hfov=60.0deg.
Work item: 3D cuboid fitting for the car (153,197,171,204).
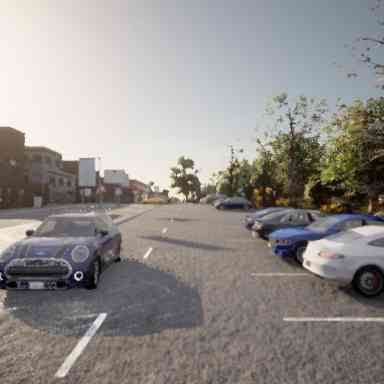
[{"bbox_3d":[-7.557,2.106,84.603,4.553,1.767,2.185,0,-2,-1],"label":"car"}]

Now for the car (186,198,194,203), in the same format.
[{"bbox_3d":[-0.413,2.293,85.569,1.895,1.301,4.718,0,-2,2],"label":"car"}]

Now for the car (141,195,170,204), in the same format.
[{"bbox_3d":[-7.577,1.750,66.506,5.366,1.575,1.946,0,-1,-1],"label":"car"}]

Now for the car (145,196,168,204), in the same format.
[{"bbox_3d":[-7.387,1.683,69.427,4.553,1.767,2.185,0,-1,-1],"label":"car"}]

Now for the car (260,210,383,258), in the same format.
[{"bbox_3d":[5.089,1.501,11.121,5.008,1.535,2.097,0,0,0],"label":"car"}]

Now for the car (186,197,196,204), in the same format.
[{"bbox_3d":[-0.296,1.962,75.119,1.837,1.490,4.892,0,-2,-1],"label":"car"}]

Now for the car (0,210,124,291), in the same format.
[{"bbox_3d":[-3.285,1.372,9.184,2.097,1.767,4.553,0,0,-1],"label":"car"}]

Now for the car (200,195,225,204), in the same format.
[{"bbox_3d":[4.753,1.749,77.144,5.566,2.045,2.435,0,-2,-1],"label":"car"}]

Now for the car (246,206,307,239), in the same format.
[{"bbox_3d":[5.077,1.508,14.394,4.892,1.521,2.231,0,0,0],"label":"car"}]

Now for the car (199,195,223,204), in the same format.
[{"bbox_3d":[4.680,1.919,82.604,5.566,2.045,2.435,0,-2,-1],"label":"car"}]

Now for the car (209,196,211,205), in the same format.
[{"bbox_3d":[5.036,1.605,45.176,4.674,1.452,2.002,0,0,0],"label":"car"}]

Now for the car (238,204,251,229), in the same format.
[{"bbox_3d":[5.079,1.553,17.670,4.674,1.452,2.002,0,0,0],"label":"car"}]

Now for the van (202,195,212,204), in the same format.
[{"bbox_3d":[4.764,1.521,65.972,4.442,1.987,1.878,0,-1,-1],"label":"van"}]

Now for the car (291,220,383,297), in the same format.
[{"bbox_3d":[5.081,1.535,7.972,4.674,1.452,2.002,0,0,0],"label":"car"}]

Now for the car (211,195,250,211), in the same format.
[{"bbox_3d":[5.109,1.432,42.006,4.553,1.767,2.185,0,0,0],"label":"car"}]
